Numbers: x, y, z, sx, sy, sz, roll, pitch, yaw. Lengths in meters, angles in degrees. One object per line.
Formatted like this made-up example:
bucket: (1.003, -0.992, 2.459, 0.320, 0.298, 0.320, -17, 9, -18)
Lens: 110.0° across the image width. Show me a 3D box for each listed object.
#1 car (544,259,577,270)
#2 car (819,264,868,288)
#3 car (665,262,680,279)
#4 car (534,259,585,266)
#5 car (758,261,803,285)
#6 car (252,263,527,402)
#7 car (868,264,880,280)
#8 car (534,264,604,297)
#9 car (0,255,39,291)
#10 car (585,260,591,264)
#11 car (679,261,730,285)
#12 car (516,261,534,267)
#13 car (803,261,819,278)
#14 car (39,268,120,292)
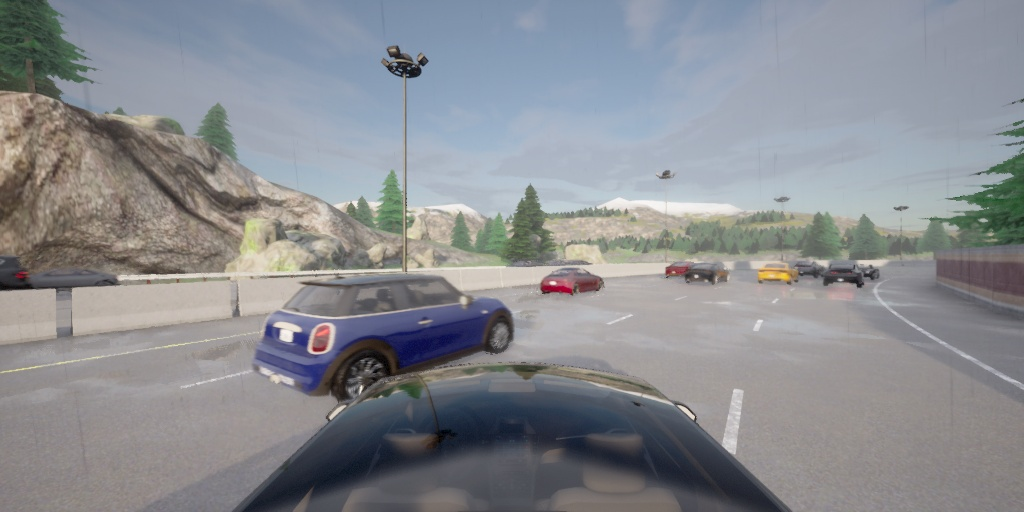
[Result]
car: (7.192, 1.244, 53.092, 4.902, 1.511, 2.128, 0, 0, -40)
car: (22.399, 1.252, 24.182, 4.892, 1.490, 1.837, 0, 0, -43)
car: (15.524, 1.224, 32.134, 5.008, 1.535, 1.882, 0, 0, -43)
car: (4.919, 1.238, 36.788, 4.902, 1.511, 2.128, 0, 0, -44)
car: (19.637, 1.225, 26.382, 5.008, 1.535, 1.882, 0, 0, -44)
car: (-1.873, 1.102, 6.628, 2.097, 1.767, 4.553, 0, 0, 34)
car: (30.309, 1.347, 31.050, 4.718, 1.301, 1.895, 0, 0, -39)
car: (3.296, 1.312, 19.239, 1.994, 1.385, 4.181, 0, 0, 39)
car: (-22.708, 0.971, 13.529, 2.150, 2.045, 5.566, 0, 0, 32)
car: (9.011, 1.255, 50.044, 4.892, 1.490, 1.837, 1, 0, -40)
car: (14.269, 1.225, 26.084, 1.882, 1.535, 5.008, 0, 0, 45)
car: (1.227, 1.238, 38.034, 2.128, 1.511, 4.902, 0, 0, 45)
car: (27.545, 1.238, 33.294, 4.902, 1.511, 2.128, 0, 0, -39)
car: (-23.507, 1.313, 18.676, 1.994, 1.385, 4.181, 0, 0, 34)
